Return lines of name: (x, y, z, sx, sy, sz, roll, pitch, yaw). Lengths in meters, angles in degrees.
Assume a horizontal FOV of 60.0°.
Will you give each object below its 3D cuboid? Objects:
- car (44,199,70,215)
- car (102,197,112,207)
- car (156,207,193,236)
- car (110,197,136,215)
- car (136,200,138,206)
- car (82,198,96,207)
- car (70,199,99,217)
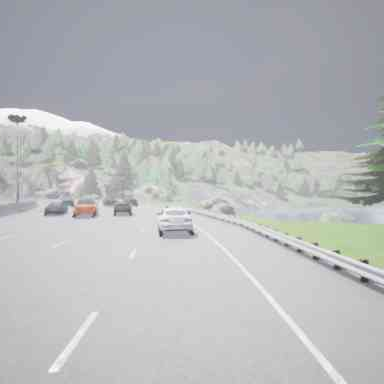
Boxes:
car: (-14.797, 1.764, 36.409, 1.994, 1.385, 4.181, 0, 0, -13)
car: (-14.408, 1.590, 58.136, 2.097, 1.767, 4.553, -1, 0, -22)
car: (-1.012, 1.571, 18.869, 1.812, 1.442, 4.674, 0, 0, -7)
car: (-7.522, 1.627, 35.944, 2.128, 1.511, 4.902, 0, 0, -13)
car: (-10.931, 1.716, 58.937, 1.837, 1.490, 4.892, 0, 0, -21)
car: (-18.074, 1.834, 58.137, 1.994, 1.385, 4.181, 0, 0, -23)
car: (-10.512, 1.507, 33.264, 2.097, 1.767, 4.553, -1, 0, -12)
